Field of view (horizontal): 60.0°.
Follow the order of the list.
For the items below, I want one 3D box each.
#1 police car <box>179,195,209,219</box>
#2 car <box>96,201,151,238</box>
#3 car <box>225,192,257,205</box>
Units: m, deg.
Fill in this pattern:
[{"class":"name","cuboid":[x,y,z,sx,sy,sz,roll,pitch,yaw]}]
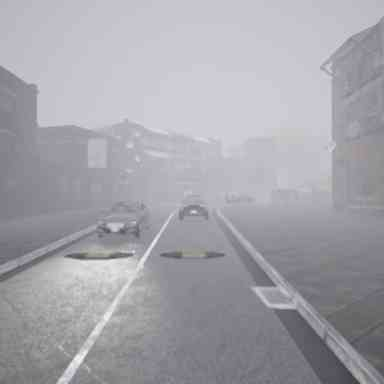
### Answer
[{"class":"police car","cuboid":[0.161,1.008,23.286,2.038,1.542,4.974,0,2,1]},{"class":"car","cuboid":[-3.071,1.194,15.753,2.128,1.511,4.902,0,2,0]},{"class":"car","cuboid":[6.064,0.791,40.898,2.163,1.488,4.792,-1,-1,43]}]
